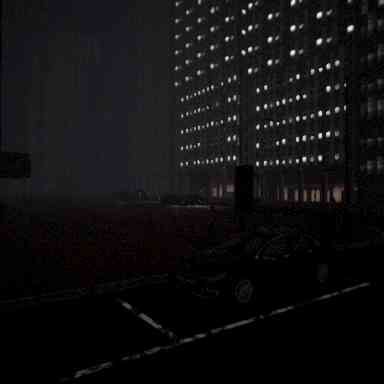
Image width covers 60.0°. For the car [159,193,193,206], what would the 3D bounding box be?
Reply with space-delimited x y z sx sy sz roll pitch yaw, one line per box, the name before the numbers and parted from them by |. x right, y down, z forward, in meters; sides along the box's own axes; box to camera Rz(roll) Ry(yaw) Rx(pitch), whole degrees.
car | -2.359 0.896 41.475 1.837 1.490 4.892 1 1 -35

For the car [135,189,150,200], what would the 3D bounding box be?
car | -9.026 0.318 57.022 2.097 1.767 4.553 1 1 -35

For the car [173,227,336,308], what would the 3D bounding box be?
car | 1.622 1.548 7.847 4.403 1.369 2.008 0 1 -35

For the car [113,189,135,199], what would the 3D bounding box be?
car | -11.685 0.343 55.152 1.837 1.490 4.892 1 1 -35

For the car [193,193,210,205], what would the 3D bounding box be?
car | 0.338 0.928 43.287 1.837 1.490 4.892 1 1 -35
